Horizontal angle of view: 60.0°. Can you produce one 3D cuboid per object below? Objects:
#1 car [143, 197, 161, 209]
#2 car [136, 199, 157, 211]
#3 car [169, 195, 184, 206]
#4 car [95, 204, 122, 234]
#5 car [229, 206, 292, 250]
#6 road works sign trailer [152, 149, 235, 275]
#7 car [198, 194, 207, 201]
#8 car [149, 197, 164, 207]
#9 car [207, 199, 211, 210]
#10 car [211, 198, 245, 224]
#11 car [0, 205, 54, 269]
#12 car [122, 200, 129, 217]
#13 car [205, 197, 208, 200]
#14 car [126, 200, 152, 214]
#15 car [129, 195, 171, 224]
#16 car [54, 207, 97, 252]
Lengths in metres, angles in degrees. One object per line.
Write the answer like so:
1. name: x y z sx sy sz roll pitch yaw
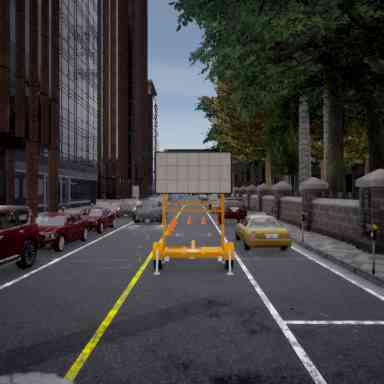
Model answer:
1. car: -5.558 1.458 46.666 1.967 1.590 4.097 0 0 0
2. car: -5.582 1.559 41.209 1.887 1.381 4.507 0 0 0
3. car: -2.757 1.580 55.464 2.033 1.411 5.357 0 0 0
4. car: -5.678 1.548 19.381 1.887 1.381 4.507 0 0 0
5. car: 2.824 1.527 14.061 1.752 1.417 4.829 0 0 0
6. road works sign trailer: 0.046 0.465 10.451 2.380 3.560 2.880 0 0 0
7. car: 3.131 1.488 84.056 1.967 1.590 4.097 0 0 0
8. car: -5.535 1.547 51.953 1.752 1.417 4.829 0 0 0
9. car: 2.920 1.537 35.887 1.752 1.417 4.829 0 0 0
10. car: 2.871 1.321 24.804 2.192 1.841 5.009 0 0 0
11. car: -5.725 1.315 8.467 2.192 1.841 5.009 0 0 0
12. car: -5.630 1.449 30.295 1.967 1.590 4.097 0 0 0
13. car: 2.943 1.580 41.174 1.947 1.339 4.313 0 0 0
14. car: -5.606 1.563 35.752 2.008 1.369 4.403 0 0 0
15. car: -2.991 1.358 24.659 2.097 1.767 4.553 0 0 0
16. car: -5.701 1.546 13.924 1.887 1.381 4.507 0 0 0
